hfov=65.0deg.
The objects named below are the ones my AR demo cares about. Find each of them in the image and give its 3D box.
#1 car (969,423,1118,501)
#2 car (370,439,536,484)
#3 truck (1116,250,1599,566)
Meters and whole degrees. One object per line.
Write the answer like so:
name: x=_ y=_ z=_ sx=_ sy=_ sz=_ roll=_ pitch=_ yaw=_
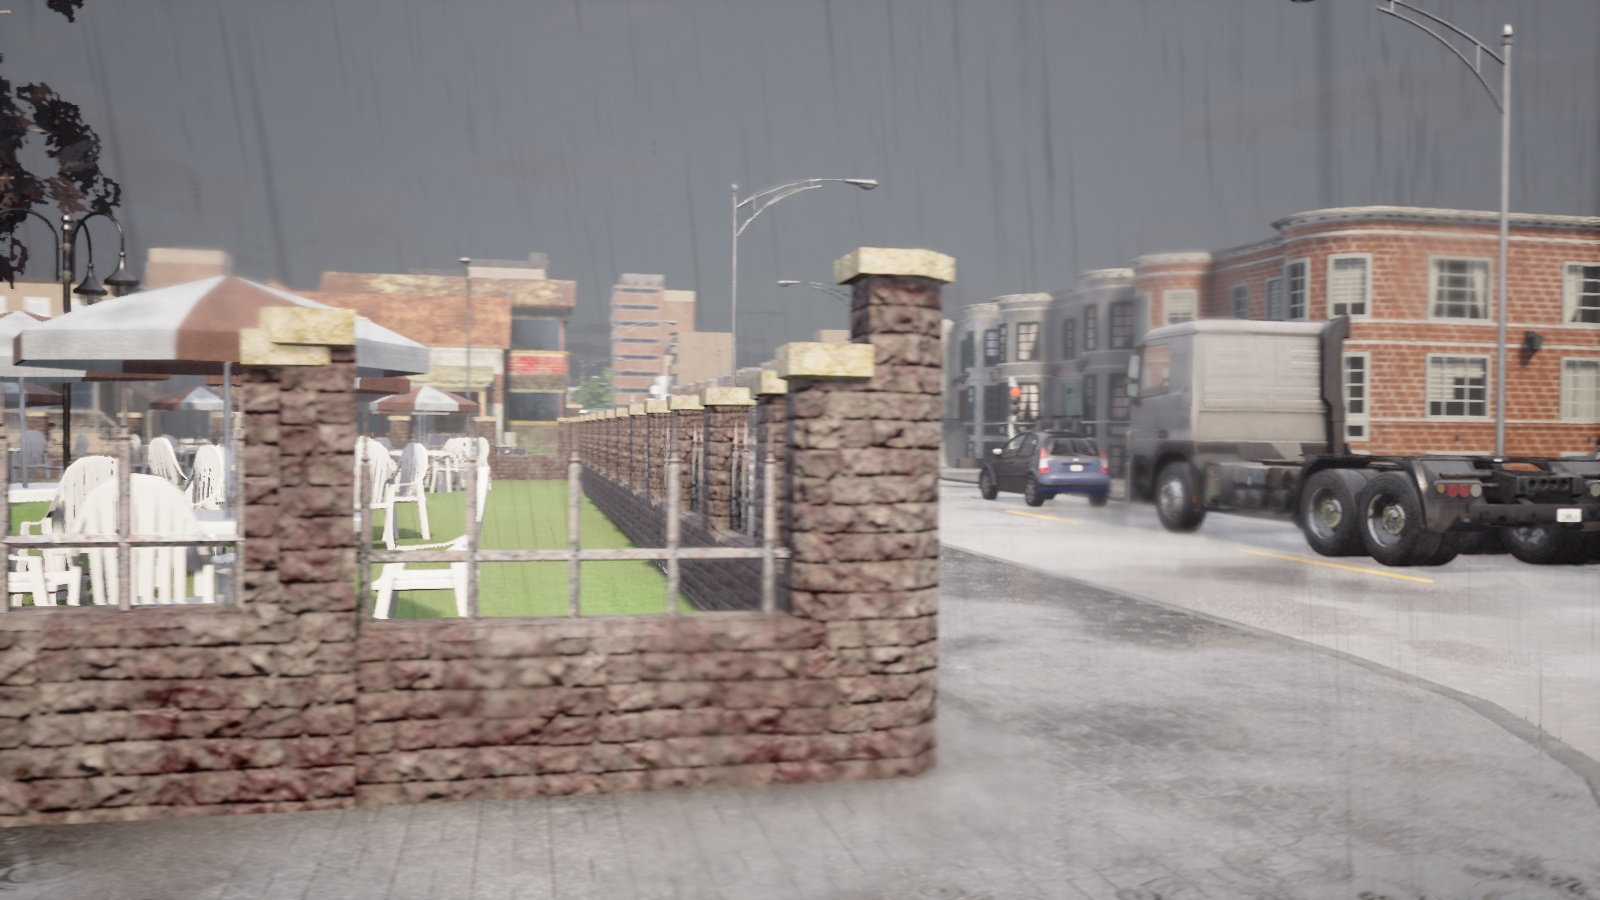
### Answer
car: x=5.383 y=0.224 z=28.299 sx=1.851 sy=1.617 sz=3.988 roll=-1 pitch=1 yaw=-12
car: x=-11.813 y=0.363 z=43.097 sx=5.357 sy=1.411 sz=2.033 roll=-1 pitch=1 yaw=-13
truck: x=7.726 y=-0.534 z=17.956 sx=2.891 sy=3.462 sz=7.936 roll=-1 pitch=1 yaw=-13
